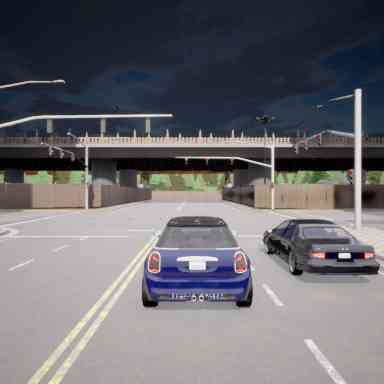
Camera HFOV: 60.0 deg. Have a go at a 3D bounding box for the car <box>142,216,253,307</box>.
[{"bbox_3d":[0.100,1.352,8.135,2.097,1.767,4.553,0,0,0],"label":"car"}]

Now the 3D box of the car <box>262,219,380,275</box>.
[{"bbox_3d":[3.600,1.547,10.356,2.033,1.411,5.357,0,0,0],"label":"car"}]
